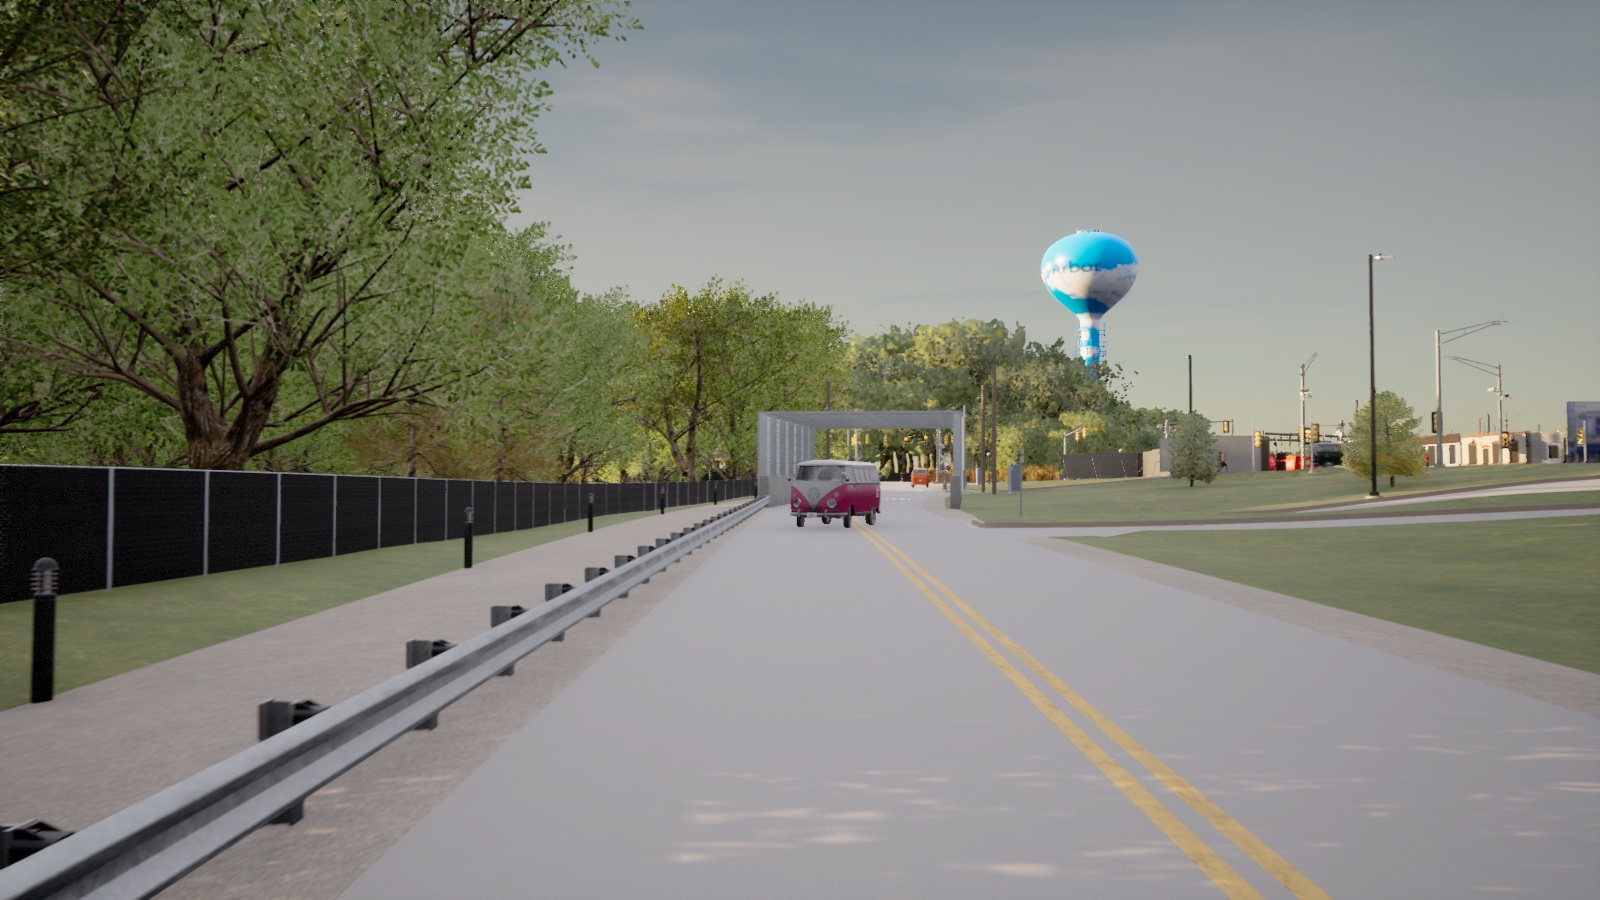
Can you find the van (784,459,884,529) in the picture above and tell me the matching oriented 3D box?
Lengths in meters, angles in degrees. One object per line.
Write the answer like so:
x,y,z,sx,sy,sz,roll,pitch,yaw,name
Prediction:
1.087,1.295,37.754,1.775,1.987,4.442,-1,-1,18,van
